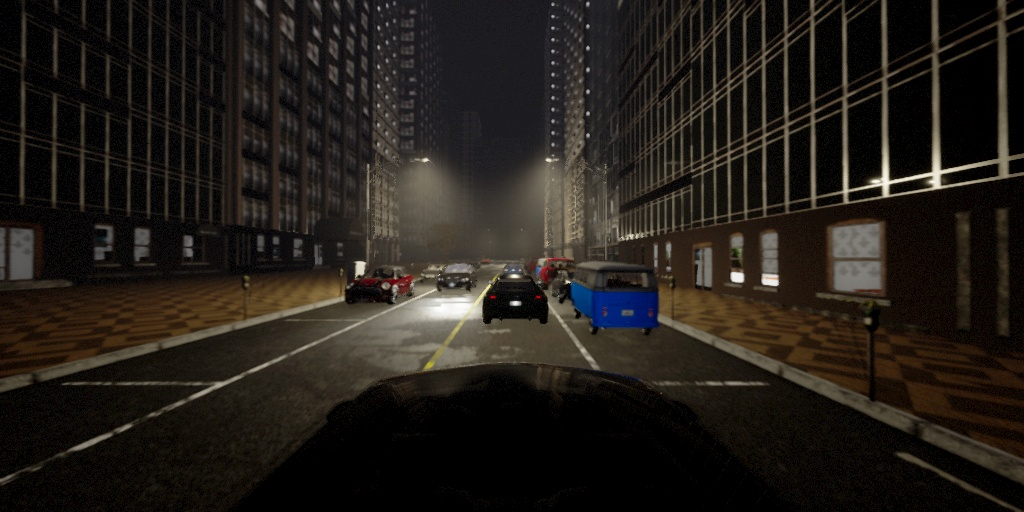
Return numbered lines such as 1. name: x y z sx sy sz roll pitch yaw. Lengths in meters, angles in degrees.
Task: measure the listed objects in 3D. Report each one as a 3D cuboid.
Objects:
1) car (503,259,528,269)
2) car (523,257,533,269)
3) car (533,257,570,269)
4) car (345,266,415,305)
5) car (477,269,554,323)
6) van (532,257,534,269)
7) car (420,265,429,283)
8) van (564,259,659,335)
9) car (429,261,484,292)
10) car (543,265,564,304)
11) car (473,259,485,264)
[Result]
1. car: 0.101 1.264 33.277 2.033 1.411 5.357 0 0 0
2. car: 2.693 1.025 38.416 2.192 1.841 5.009 0 0 0
3. car: 2.693 1.045 21.491 2.192 1.841 5.009 0 0 0
4. car: -5.688 1.176 15.822 1.967 1.591 4.097 0 0 0
5. car: 0.101 1.304 12.128 1.994 1.385 4.181 0 0 0
6. van: 2.693 1.064 27.133 1.690 1.789 3.998 0 0 0
7. car: -5.688 1.274 27.107 2.007 1.370 4.403 0 0 0
8. van: 2.692 1.083 10.208 1.690 1.789 3.998 0 0 0
9. car: -3.079 1.222 20.900 2.128 1.511 4.902 0 0 0
10. car: 2.692 1.287 15.850 2.007 1.370 4.403 0 0 0
11. car: -5.688 1.240 55.321 2.007 1.370 4.403 0 0 0
